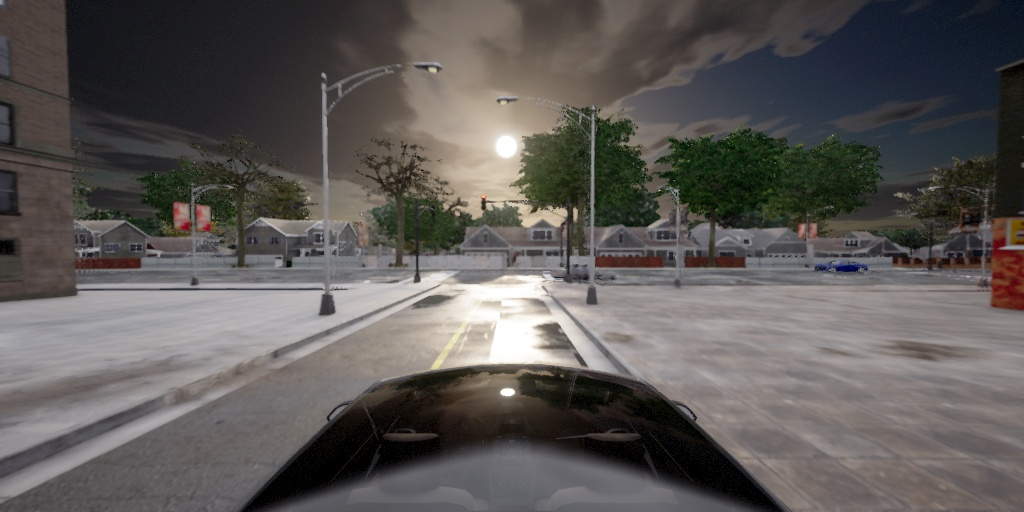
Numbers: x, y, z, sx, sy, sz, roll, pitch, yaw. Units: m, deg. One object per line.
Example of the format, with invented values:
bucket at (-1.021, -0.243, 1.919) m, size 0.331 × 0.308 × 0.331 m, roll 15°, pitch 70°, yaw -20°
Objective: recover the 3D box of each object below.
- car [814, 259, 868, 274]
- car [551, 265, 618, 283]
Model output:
car at (36.519, 1.142, 39.884) m, size 5.008 × 1.535 × 1.882 m, roll 0°, pitch 2°, yaw 0°
car at (6.000, 1.468, 30.101) m, size 5.357 × 1.411 × 2.033 m, roll 0°, pitch 2°, yaw 0°
